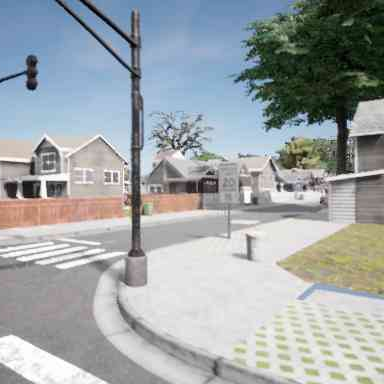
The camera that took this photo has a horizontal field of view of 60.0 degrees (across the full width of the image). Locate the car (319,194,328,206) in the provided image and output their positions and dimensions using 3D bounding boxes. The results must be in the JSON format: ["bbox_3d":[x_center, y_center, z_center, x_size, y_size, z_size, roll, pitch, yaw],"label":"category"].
[{"bbox_3d":[17.331,0.932,41.458,1.882,1.535,5.008,0,0,35],"label":"car"}]
